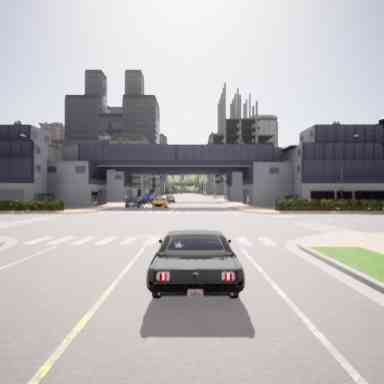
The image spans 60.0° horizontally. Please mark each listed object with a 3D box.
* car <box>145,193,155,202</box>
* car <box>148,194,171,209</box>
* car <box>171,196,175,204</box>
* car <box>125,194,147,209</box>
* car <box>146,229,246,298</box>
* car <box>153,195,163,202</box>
[{"bbox_3d":[-7.753,1.172,60.962,2.150,2.045,5.566,0,0,0],"label":"car"},{"bbox_3d":[-4.276,1.446,44.769,1.882,1.535,5.008,0,0,0],"label":"car"},{"bbox_3d":[-4.226,1.452,64.605,1.837,1.490,4.892,0,0,0],"label":"car"},{"bbox_3d":[-7.776,1.459,44.835,2.128,1.511,4.902,0,0,0],"label":"car"},{"bbox_3d":[0.075,1.592,8.411,1.895,1.301,4.718,0,0,0],"label":"car"},{"bbox_3d":[-7.711,1.445,76.486,1.812,1.442,4.674,0,0,0],"label":"car"}]
